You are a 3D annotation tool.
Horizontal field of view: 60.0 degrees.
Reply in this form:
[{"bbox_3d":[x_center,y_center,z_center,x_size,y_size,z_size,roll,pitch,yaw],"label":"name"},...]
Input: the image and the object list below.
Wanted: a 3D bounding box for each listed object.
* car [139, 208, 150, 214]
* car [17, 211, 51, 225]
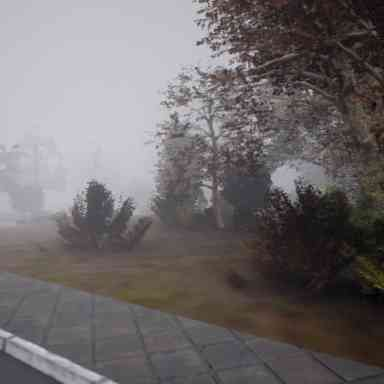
[{"bbox_3d":[-7.580,3.348,61.395,1.895,1.301,4.718,-4,-3,32],"label":"car"},{"bbox_3d":[-16.005,2.669,34.869,1.994,1.385,4.181,-4,-3,32],"label":"car"}]
